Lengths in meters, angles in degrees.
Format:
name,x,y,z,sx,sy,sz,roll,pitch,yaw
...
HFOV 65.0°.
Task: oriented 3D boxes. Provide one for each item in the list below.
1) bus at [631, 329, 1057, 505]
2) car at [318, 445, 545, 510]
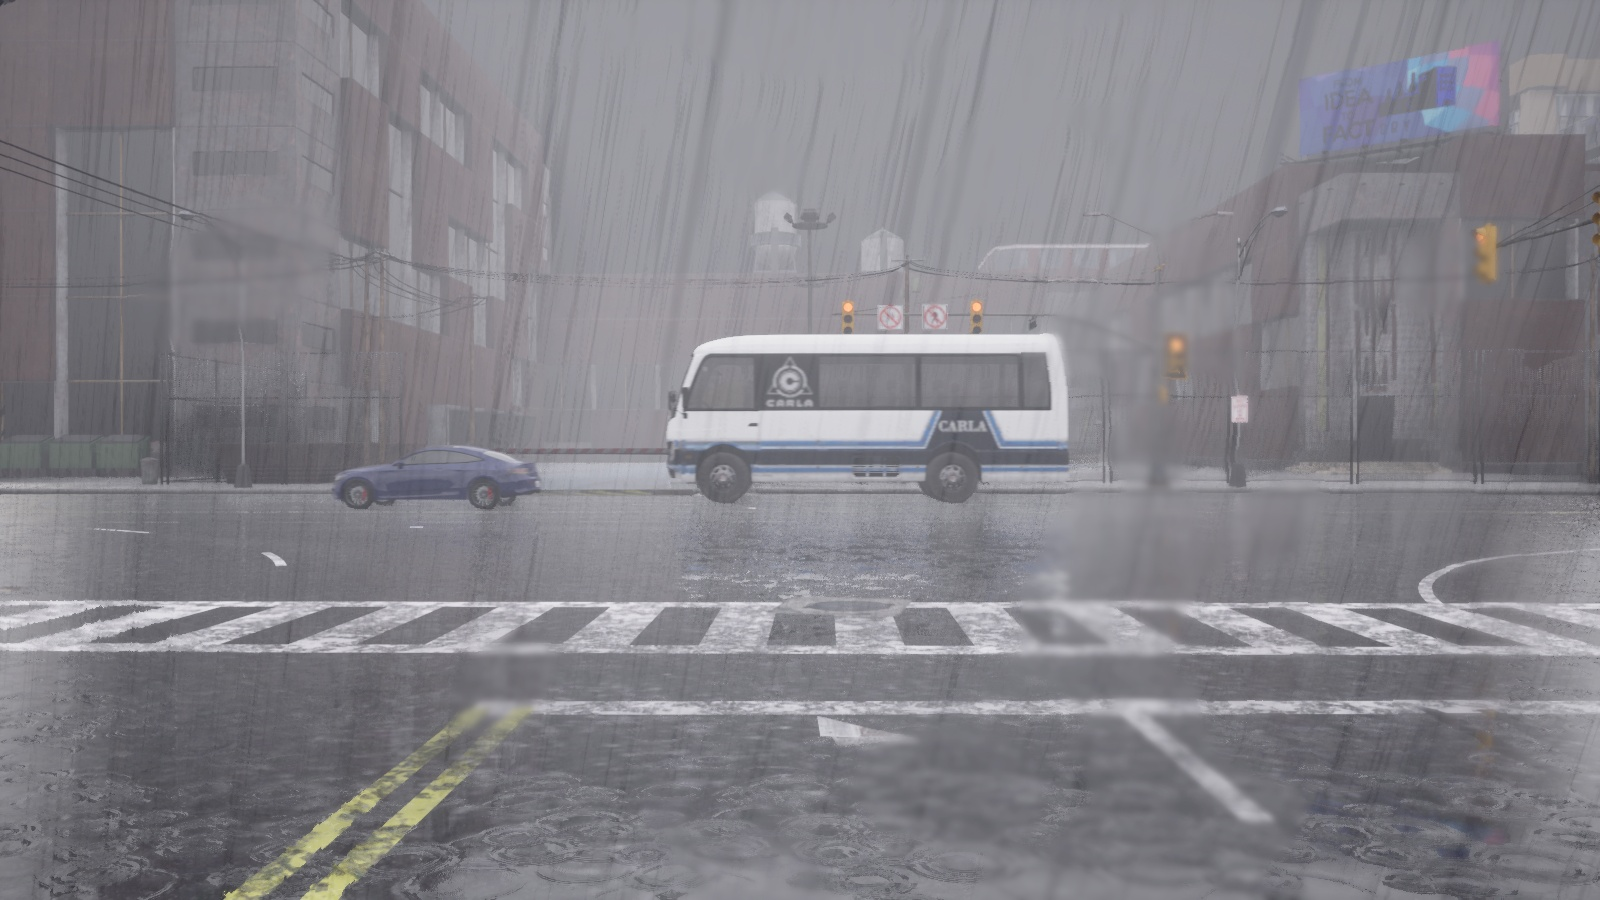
name,x,y,z,sx,sy,sz,roll,pitch,yaw
bus,1.064,-0.811,32.254,10.273,4.253,3.944,0,0,0
car,-8.413,0.602,28.935,4.674,1.442,1.812,0,0,1
